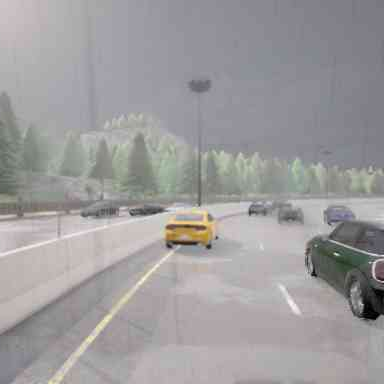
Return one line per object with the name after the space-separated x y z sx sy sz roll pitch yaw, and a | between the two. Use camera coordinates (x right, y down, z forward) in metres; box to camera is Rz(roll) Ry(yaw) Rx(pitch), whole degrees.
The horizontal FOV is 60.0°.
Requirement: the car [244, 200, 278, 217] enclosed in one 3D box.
7.315 1.746 35.348 2.128 1.511 4.902 0 0 24 | car

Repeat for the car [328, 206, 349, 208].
11.146 1.733 25.313 2.033 1.411 5.357 0 0 17 | car

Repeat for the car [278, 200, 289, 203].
12.481 1.838 46.129 1.837 1.490 4.892 0 0 32 | car

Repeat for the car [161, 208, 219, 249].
0.127 1.586 15.252 1.882 1.535 5.008 0 0 10 | car

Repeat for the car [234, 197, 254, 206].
10.733 1.844 68.337 2.097 1.767 4.553 0 -1 39 | car

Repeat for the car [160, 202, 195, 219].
-1.319 1.755 32.519 1.812 1.442 4.674 0 0 20 | car

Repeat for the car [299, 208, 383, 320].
4.122 1.407 7.537 2.097 1.767 4.553 0 -1 4 | car

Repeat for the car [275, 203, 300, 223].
7.986 1.795 26.768 1.895 1.301 4.718 0 0 18 | car
